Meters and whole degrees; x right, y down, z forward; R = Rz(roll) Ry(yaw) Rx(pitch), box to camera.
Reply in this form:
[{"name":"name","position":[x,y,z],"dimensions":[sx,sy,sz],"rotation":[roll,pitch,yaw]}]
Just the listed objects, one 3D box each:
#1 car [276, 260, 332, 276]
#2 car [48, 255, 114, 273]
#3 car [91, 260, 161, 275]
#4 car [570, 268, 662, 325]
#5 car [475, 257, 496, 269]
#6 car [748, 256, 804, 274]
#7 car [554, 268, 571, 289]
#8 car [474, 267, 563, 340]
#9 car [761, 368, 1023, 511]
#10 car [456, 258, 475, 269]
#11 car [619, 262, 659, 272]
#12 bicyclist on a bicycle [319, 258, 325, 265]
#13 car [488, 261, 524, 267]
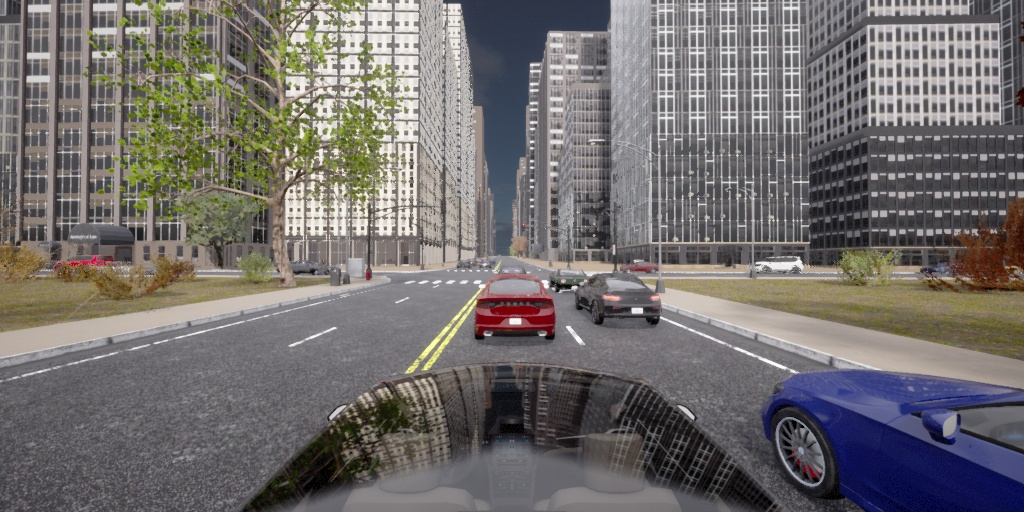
[{"name":"car","position":[-19.454,1.145,33.778],"dimensions":[4.902,1.511,2.128],"rotation":[0,-1,1]},{"name":"car","position":[-48.878,0.927,41.155],"dimensions":[5.566,2.045,2.150],"rotation":[0,-1,2]},{"name":"car","position":[-36.460,1.231,34.199],"dimensions":[4.718,1.301,1.895],"rotation":[0,-1,1]},{"name":"car","position":[3.294,1.277,11.756],"dimensions":[1.812,1.442,4.674],"rotation":[0,0,0]},{"name":"car","position":[-4.182,1.222,57.185],"dimensions":[2.128,1.511,4.902],"rotation":[0,0,0]},{"name":"car","position":[30.878,1.082,42.053],"dimensions":[5.566,2.045,2.150],"rotation":[0,-1,1]},{"name":"car","position":[3.250,1.352,20.914],"dimensions":[1.895,1.301,4.718],"rotation":[0,0,0]},{"name":"car","position":[0.058,1.229,10.032],"dimensions":[1.882,1.535,5.008],"rotation":[0,0,0]},{"name":"car","position":[3.344,1.276,1.507],"dimensions":[1.812,1.442,4.674],"rotation":[0,0,-1]},{"name":"car","position":[-7.407,1.295,55.751],"dimensions":[1.994,1.385,4.181],"rotation":[0,0,-1]},{"name":"car","position":[15.075,1.368,42.398],"dimensions":[4.674,1.442,1.812],"rotation":[0,-1,2]},{"name":"bicyclist on a bicycle","position":[-25.404,1.149,48.039],"dimensions":[0.582,1.620,1.656],"rotation":[0,-1,1]},{"name":"car","position":[0.006,1.243,19.536],"dimensions":[2.128,1.511,4.902],"rotation":[0,0,0]}]
